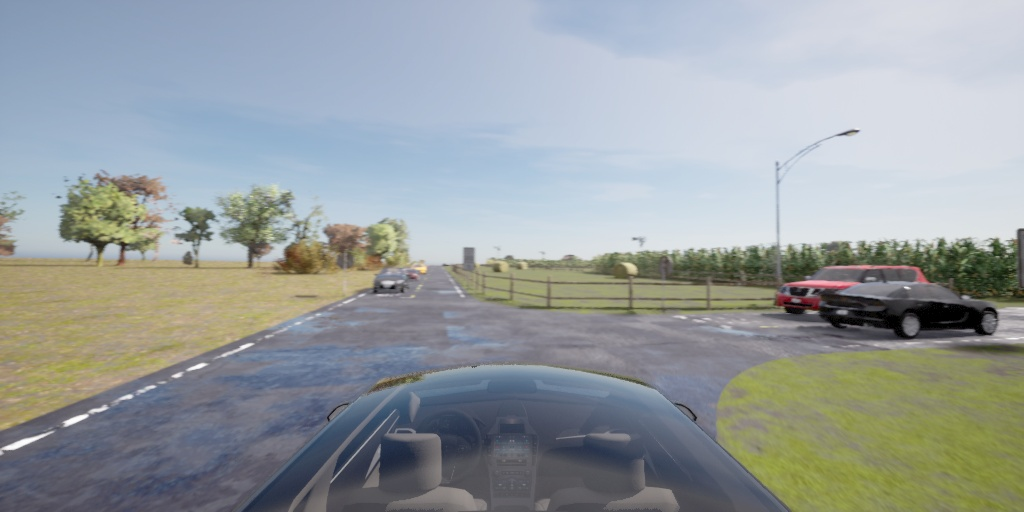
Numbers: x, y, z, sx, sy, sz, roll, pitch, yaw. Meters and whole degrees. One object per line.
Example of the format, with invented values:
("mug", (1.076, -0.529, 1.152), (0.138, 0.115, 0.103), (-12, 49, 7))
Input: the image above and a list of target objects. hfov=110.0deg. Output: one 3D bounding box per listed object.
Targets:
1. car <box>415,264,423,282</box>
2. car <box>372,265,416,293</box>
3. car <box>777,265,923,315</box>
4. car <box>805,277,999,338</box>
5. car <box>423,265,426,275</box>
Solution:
("car", (-10.107, 1.738, 35.093), (1.994, 1.385, 4.181), (2, -1, -11))
("car", (-7.586, 1.483, 22.849), (2.128, 1.511, 4.902), (2, -1, -12))
("car", (13.447, 1.377, 14.126), (5.566, 2.045, 2.150), (1, -2, -12))
("car", (11.983, 1.516, 10.899), (5.008, 1.535, 1.882), (1, -2, -12))
("car", (-13.638, 1.920, 52.467), (1.882, 1.535, 5.008), (2, -2, -11))
